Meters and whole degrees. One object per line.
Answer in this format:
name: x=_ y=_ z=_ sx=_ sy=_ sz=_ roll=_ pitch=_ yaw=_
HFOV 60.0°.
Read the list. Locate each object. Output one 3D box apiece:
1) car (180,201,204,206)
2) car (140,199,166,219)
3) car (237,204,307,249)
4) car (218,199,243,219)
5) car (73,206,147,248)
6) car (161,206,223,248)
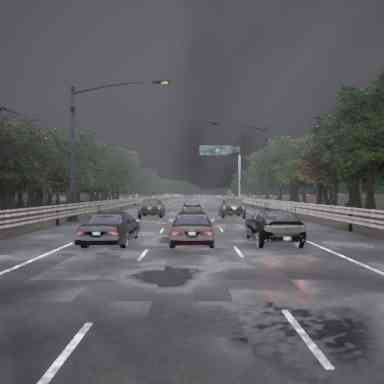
car: x=0.000 y=1.512 z=29.651 sx=2.128 sy=1.511 sz=4.902 roll=0 pitch=0 yaw=0
car: x=-3.500 y=1.383 z=29.621 sx=2.097 sy=1.767 sz=4.553 roll=0 pitch=0 yaw=0
car: x=3.500 y=1.498 z=14.650 sx=2.128 sy=1.511 sz=4.902 roll=0 pitch=0 yaw=0
car: x=3.500 y=1.383 z=29.620 sx=2.097 sy=1.767 sz=4.553 roll=0 pitch=0 yaw=0
car: x=-3.500 y=1.566 z=14.650 sx=2.033 sy=1.411 sz=5.357 roll=0 pitch=0 yaw=0
car: x=0.000 y=1.566 z=14.651 sx=2.033 sy=1.411 sz=5.357 roll=0 pitch=0 yaw=0
